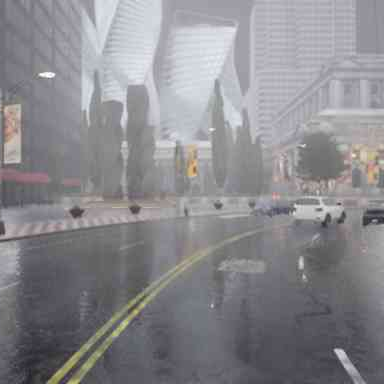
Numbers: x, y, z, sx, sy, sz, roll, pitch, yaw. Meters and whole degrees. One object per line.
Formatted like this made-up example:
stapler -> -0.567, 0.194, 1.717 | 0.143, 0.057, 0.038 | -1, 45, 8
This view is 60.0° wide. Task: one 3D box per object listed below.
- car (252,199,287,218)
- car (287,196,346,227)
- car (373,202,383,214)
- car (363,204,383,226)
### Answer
car -> 7.876, 1.490, 32.451 | 4.553, 1.767, 2.097 | 0, 0, -41
car -> 9.156, 1.325, 23.781 | 2.150, 2.045, 5.566 | 0, 0, 41
car -> 23.246, 1.769, 37.958 | 4.718, 1.301, 1.895 | 0, 0, -20
car -> 13.499, 1.608, 23.280 | 1.837, 1.490, 4.892 | -1, -1, 43
